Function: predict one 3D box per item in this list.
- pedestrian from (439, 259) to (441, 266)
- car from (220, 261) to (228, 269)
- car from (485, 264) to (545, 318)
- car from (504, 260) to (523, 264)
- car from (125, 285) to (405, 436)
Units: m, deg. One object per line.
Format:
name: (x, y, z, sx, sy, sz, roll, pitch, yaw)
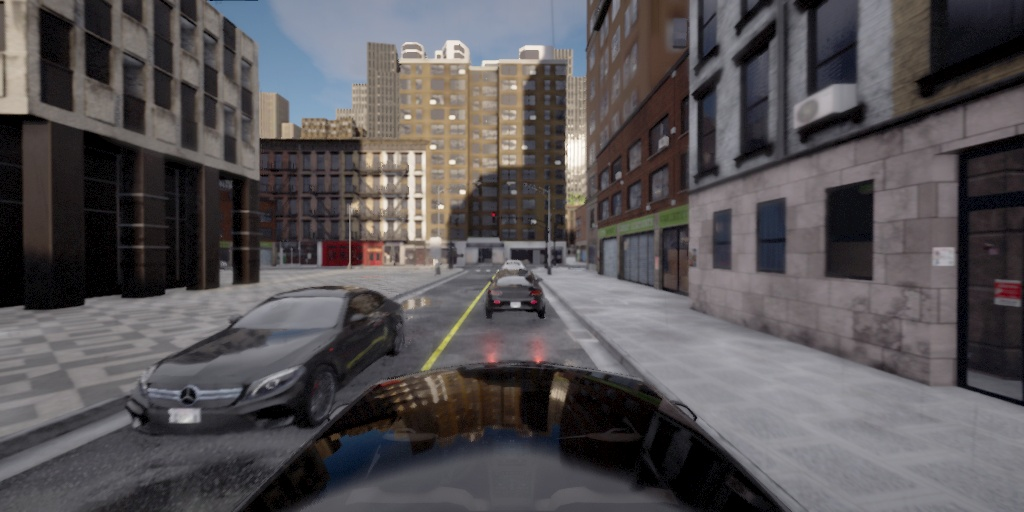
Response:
pedestrian: (-10.140, 0.484, 50.489, 0.375, 1.860, 0.375, 0, 1, -1)
car: (-39.947, 1.097, 46.999, 4.674, 1.442, 1.812, 0, 0, -1)
car: (0.100, 1.173, 12.343, 1.812, 1.442, 4.674, 0, 1, 0)
car: (0.107, 1.019, 27.362, 1.812, 1.442, 4.674, 0, 1, 0)
car: (-3.100, 1.237, 5.727, 1.812, 1.442, 4.674, 0, 1, 0)
